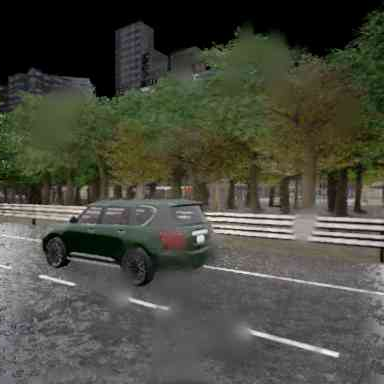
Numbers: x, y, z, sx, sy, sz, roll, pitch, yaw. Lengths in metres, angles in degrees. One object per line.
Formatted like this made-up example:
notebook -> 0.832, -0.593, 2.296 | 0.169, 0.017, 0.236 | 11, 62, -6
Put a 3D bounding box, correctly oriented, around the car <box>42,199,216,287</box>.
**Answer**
car -> -1.978, 1.224, 9.578 | 5.566, 2.045, 2.150 | 0, 0, 36
